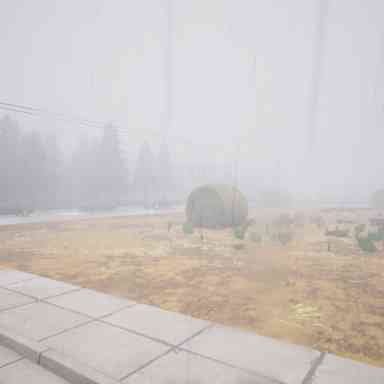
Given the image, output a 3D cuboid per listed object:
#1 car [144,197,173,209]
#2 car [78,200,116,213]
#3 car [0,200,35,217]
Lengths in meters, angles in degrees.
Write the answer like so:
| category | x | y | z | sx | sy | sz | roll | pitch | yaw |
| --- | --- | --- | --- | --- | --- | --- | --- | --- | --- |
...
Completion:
| category | x | y | z | sx | sy | sz | roll | pitch | yaw |
| --- | --- | --- | --- | --- | --- | --- | --- | --- | --- |
| car | -4.574 | 1.532 | 46.051 | 1.837 | 1.490 | 4.892 | 0 | 0 | 36 |
| car | -10.727 | 1.591 | 37.768 | 1.994 | 1.385 | 4.181 | 0 | 0 | 36 |
| car | -16.671 | 1.518 | 29.741 | 2.128 | 1.511 | 4.902 | 0 | 0 | 37 |
